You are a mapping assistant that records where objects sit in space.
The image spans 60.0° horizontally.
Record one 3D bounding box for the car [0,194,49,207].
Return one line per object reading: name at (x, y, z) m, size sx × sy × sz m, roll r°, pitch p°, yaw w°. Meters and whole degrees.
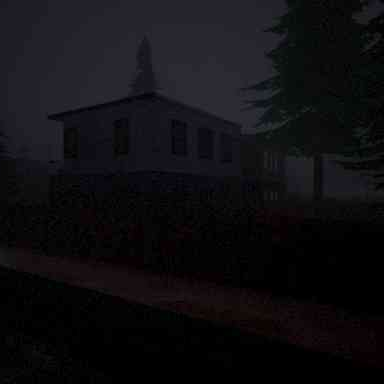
car at (-14.753, 1.202, 29.594) m, size 2.150 × 2.045 × 5.566 m, roll 0°, pitch 0°, yaw 27°
